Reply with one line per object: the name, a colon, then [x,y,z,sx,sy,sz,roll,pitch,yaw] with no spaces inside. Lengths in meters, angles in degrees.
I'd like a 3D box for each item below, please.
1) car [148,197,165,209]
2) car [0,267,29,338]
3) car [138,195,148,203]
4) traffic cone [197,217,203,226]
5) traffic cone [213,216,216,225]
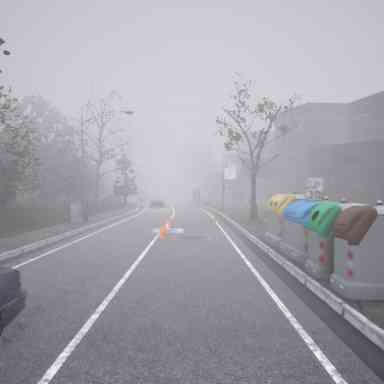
car: [-4.709,1.418,45.624,1.882,1.535,5.008,-1,0,-7]
car: [-3.597,1.541,3.106,2.033,1.411,5.357,0,0,0]
car: [-10.781,1.502,73.110,1.837,1.490,4.892,-2,0,-18]
traffic cone: [0.528,1.913,21.955,0.340,0.580,0.340,0,0,0]
traffic cone: [1.494,1.913,22.085,0.340,0.580,0.340,0,0,6]
